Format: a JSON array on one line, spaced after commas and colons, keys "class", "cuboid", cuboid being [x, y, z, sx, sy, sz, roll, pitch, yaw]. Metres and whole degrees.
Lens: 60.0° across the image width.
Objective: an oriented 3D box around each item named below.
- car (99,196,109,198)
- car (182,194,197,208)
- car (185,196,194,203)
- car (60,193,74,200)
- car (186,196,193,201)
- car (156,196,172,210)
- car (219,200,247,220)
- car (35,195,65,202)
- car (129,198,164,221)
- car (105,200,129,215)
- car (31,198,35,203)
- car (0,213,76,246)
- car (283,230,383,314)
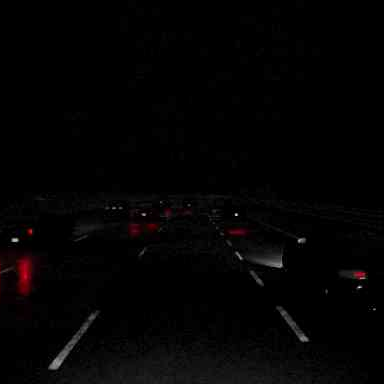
[{"class": "car", "cuboid": [-18.054, 1.485, 68.742, 1.882, 1.535, 5.008, 0, 0, 0]}, {"class": "car", "cuboid": [-0.373, 1.422, 46.452, 1.837, 1.490, 4.892, 0, 0, 0]}, {"class": "car", "cuboid": [-0.537, 1.483, 66.691, 1.837, 1.490, 4.892, 0, 0, 0]}, {"class": "car", "cuboid": [-25.029, 1.213, 65.603, 2.150, 2.045, 5.566, 0, 0, 0]}, {"class": "car", "cuboid": [-0.745, 1.815, 92.279, 1.812, 1.442, 4.674, 0, -1, 0]}, {"class": "car", "cuboid": [-3.740, 1.281, 42.321, 2.097, 1.767, 4.553, 0, 0, -1]}, {"class": "car", "cuboid": [3.378, 1.481, 27.863, 1.837, 1.490, 4.892, 0, 0, 0]}, {"class": "car", "cuboid": [-21.487, 1.493, 50.410, 1.994, 1.385, 4.181, 0, 0, 0]}, {"class": "car", "cuboid": [-3.618, 1.507, 27.241, 1.812, 1.442, 4.674, 0, 0, -1]}, {"class": "car", "cuboid": [-7.164, 1.512, 32.900, 2.033, 1.411, 5.357, 0, 0, 0]}, {"class": "car", "cuboid": [-28.509, 1.496, 62.588, 1.812, 1.442, 4.674, 0, 0, 0]}, {"class": "car", "cuboid": [-7.022, 1.609, 15.432, 1.895, 1.301, 4.718, 0, 0, 0]}, {"class": "car", "cuboid": [3.541, 1.568, 7.707, 1.994, 1.385, 4.181, 0, 0, 0]}]
